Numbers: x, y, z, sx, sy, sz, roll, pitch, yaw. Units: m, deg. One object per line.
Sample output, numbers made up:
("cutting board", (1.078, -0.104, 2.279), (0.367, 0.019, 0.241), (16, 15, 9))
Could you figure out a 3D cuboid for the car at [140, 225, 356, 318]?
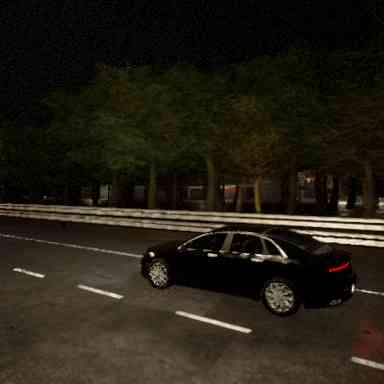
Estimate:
("car", (0.959, 1.507, 7.484), (4.892, 1.490, 1.837), (0, 0, 36))
